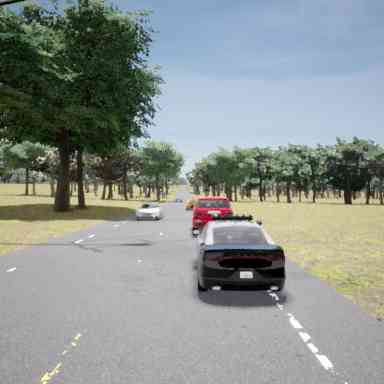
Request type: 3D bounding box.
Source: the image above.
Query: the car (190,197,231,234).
[{"bbox_3d":[1.105,1.274,19.056,2.150,2.045,5.566,0,0,0],"label":"car"}]

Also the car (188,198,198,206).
[{"bbox_3d":[0.109,1.959,64.244,1.812,1.442,4.674,0,-1,0],"label":"car"}]

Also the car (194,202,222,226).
[{"bbox_3d":[1.122,1.565,25.028,1.882,1.535,5.008,0,0,0],"label":"car"}]

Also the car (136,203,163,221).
[{"bbox_3d":[-3.518,1.636,28.166,1.812,1.442,4.674,0,0,0],"label":"car"}]

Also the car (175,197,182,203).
[{"bbox_3d":[-3.591,2.191,89.753,2.128,1.511,4.902,0,-1,-1],"label":"car"}]

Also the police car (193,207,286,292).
[{"bbox_3d":[1.076,1.436,9.132,1.930,1.638,5.238,0,0,0],"label":"police car"}]

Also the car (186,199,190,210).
[{"bbox_3d":[0.159,1.745,46.959,1.882,1.535,5.008,0,-1,1],"label":"car"}]
